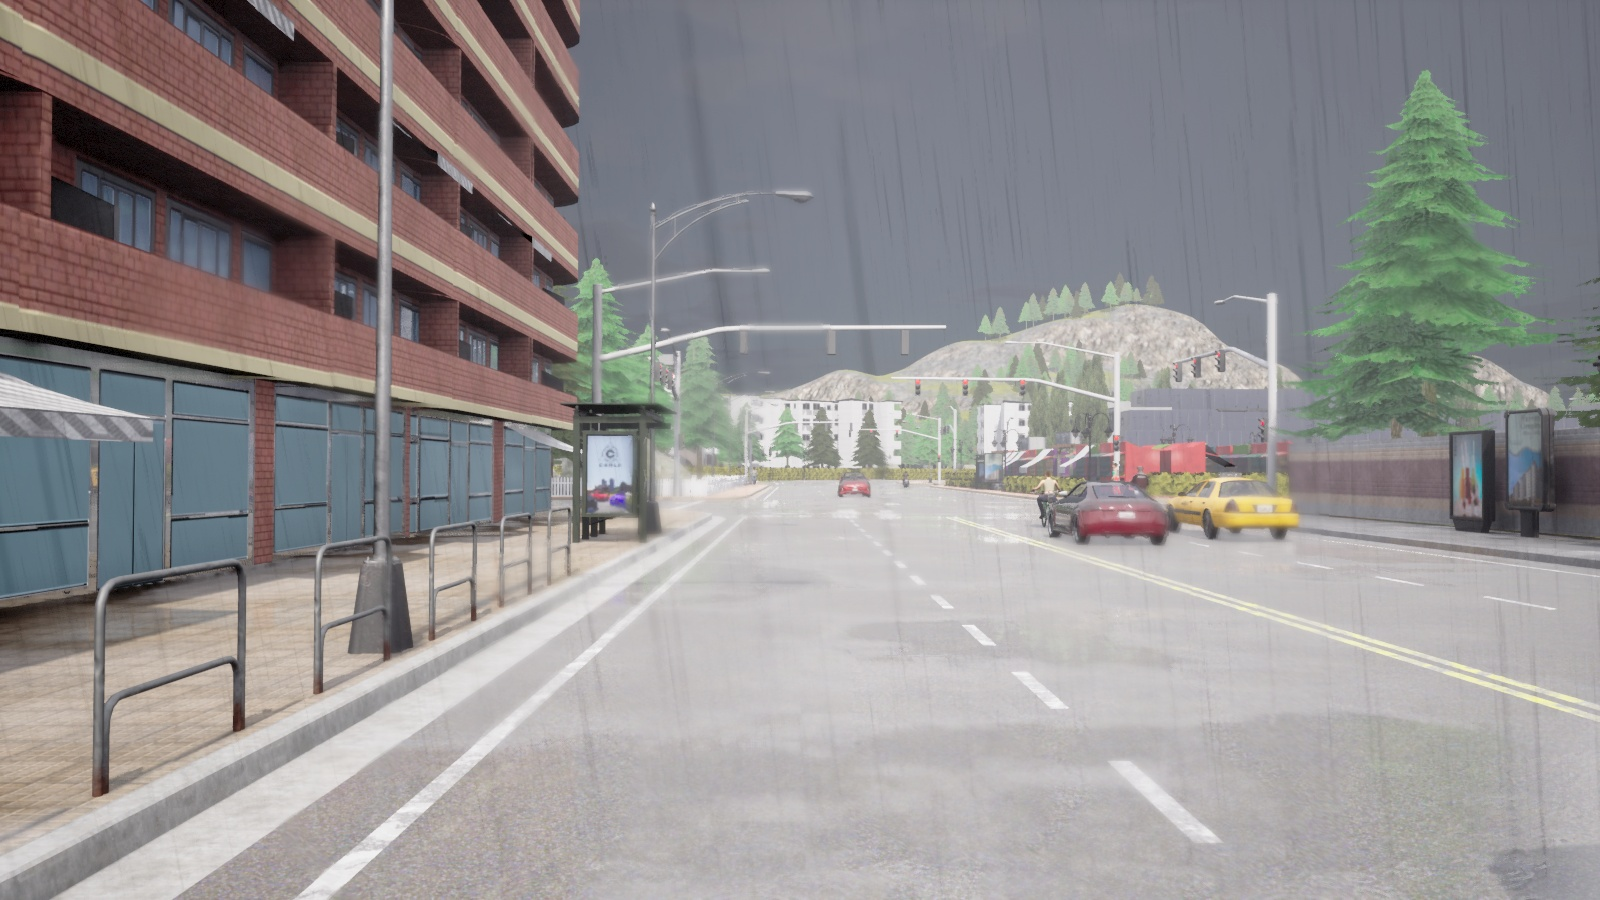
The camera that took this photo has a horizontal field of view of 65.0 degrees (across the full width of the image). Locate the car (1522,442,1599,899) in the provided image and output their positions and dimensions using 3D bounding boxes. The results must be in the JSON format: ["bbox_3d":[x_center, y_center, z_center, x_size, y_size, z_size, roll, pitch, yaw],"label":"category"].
[{"bbox_3d":[3.494,0.762,1.855,2.033,1.649,4.856,0,-1,0],"label":"car"}]

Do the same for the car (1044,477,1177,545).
[{"bbox_3d":[6.923,1.328,28.475,1.994,1.385,4.181,0,-1,0],"label":"car"}]

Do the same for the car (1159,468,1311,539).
[{"bbox_3d":[10.420,1.225,30.537,1.801,1.575,5.366,0,-1,0],"label":"car"}]

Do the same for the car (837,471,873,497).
[{"bbox_3d":[3.301,2.029,76.449,2.007,1.525,4.514,0,-1,0],"label":"car"}]

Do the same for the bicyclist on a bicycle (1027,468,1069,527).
[{"bbox_3d":[6.904,1.310,34.999,0.866,1.612,1.509,0,-1,0],"label":"bicyclist on a bicycle"}]
